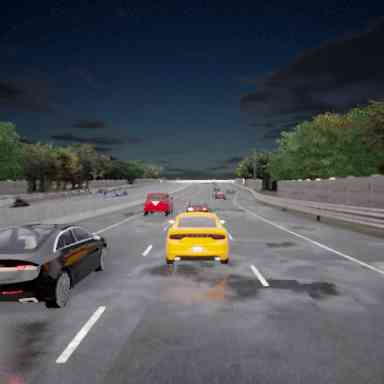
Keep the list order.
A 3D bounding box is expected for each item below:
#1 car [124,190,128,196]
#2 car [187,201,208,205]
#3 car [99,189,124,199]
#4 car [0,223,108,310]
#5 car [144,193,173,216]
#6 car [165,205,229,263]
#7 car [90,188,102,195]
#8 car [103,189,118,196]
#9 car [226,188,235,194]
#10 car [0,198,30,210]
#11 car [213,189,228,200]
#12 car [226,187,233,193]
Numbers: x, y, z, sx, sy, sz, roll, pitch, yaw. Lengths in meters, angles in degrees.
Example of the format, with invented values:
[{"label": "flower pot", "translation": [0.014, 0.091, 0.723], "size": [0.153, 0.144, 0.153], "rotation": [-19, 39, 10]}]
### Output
[{"label": "car", "translation": [-15.269, 0.287, 72.096], "size": [2.128, 1.511, 4.902], "rotation": [0, 2, 3]}, {"label": "car", "translation": [0.515, 1.445, 30.000], "size": [1.895, 1.301, 4.718], "rotation": [0, 1, 1]}, {"label": "car", "translation": [-12.813, 0.829, 53.259], "size": [1.882, 1.535, 5.008], "rotation": [0, 2, 3]}, {"label": "car", "translation": [-3.356, 1.477, 7.778], "size": [2.128, 1.511, 4.902], "rotation": [0, 0, 0]}, {"label": "car", "translation": [-2.977, 1.062, 30.355], "size": [2.150, 2.045, 5.566], "rotation": [0, 1, 1]}, {"label": "car", "translation": [0.179, 1.448, 11.829], "size": [1.882, 1.535, 5.008], "rotation": [0, 0, 1]}, {"label": "car", "translation": [-21.486, -0.168, 74.898], "size": [2.128, 1.511, 4.902], "rotation": [0, 2, 0]}, {"label": "car", "translation": [-18.537, 0.066, 76.063], "size": [1.895, 1.301, 4.718], "rotation": [0, 2, 3]}, {"label": "car", "translation": [9.908, -0.237, 84.850], "size": [1.994, 1.385, 4.181], "rotation": [0, 2, 5]}, {"label": "car", "translation": [-17.136, 1.351, 31.488], "size": [1.812, 1.442, 4.674], "rotation": [0, 1, 2]}, {"label": "car", "translation": [5.169, 0.609, 61.506], "size": [1.812, 1.442, 4.674], "rotation": [0, 2, 3]}, {"label": "car", "translation": [10.642, -0.615, 94.889], "size": [1.895, 1.301, 4.718], "rotation": [0, 3, 3]}]
